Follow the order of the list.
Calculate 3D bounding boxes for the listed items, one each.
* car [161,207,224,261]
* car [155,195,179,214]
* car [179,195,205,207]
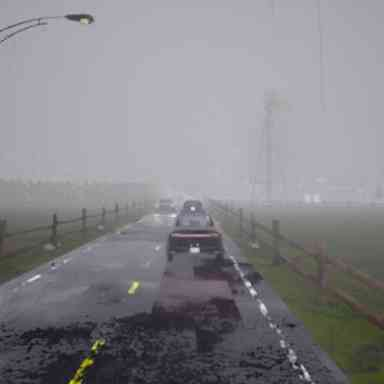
[{"bbox_3d":[0.088,1.516,12.302,2.128,1.511,4.902,0,0,0],"label":"car"},{"bbox_3d":[-2.851,1.426,36.679,2.097,1.767,4.553,0,0,0],"label":"car"},{"bbox_3d":[0.086,1.409,28.831,2.097,1.767,4.553,0,0,0],"label":"car"}]
